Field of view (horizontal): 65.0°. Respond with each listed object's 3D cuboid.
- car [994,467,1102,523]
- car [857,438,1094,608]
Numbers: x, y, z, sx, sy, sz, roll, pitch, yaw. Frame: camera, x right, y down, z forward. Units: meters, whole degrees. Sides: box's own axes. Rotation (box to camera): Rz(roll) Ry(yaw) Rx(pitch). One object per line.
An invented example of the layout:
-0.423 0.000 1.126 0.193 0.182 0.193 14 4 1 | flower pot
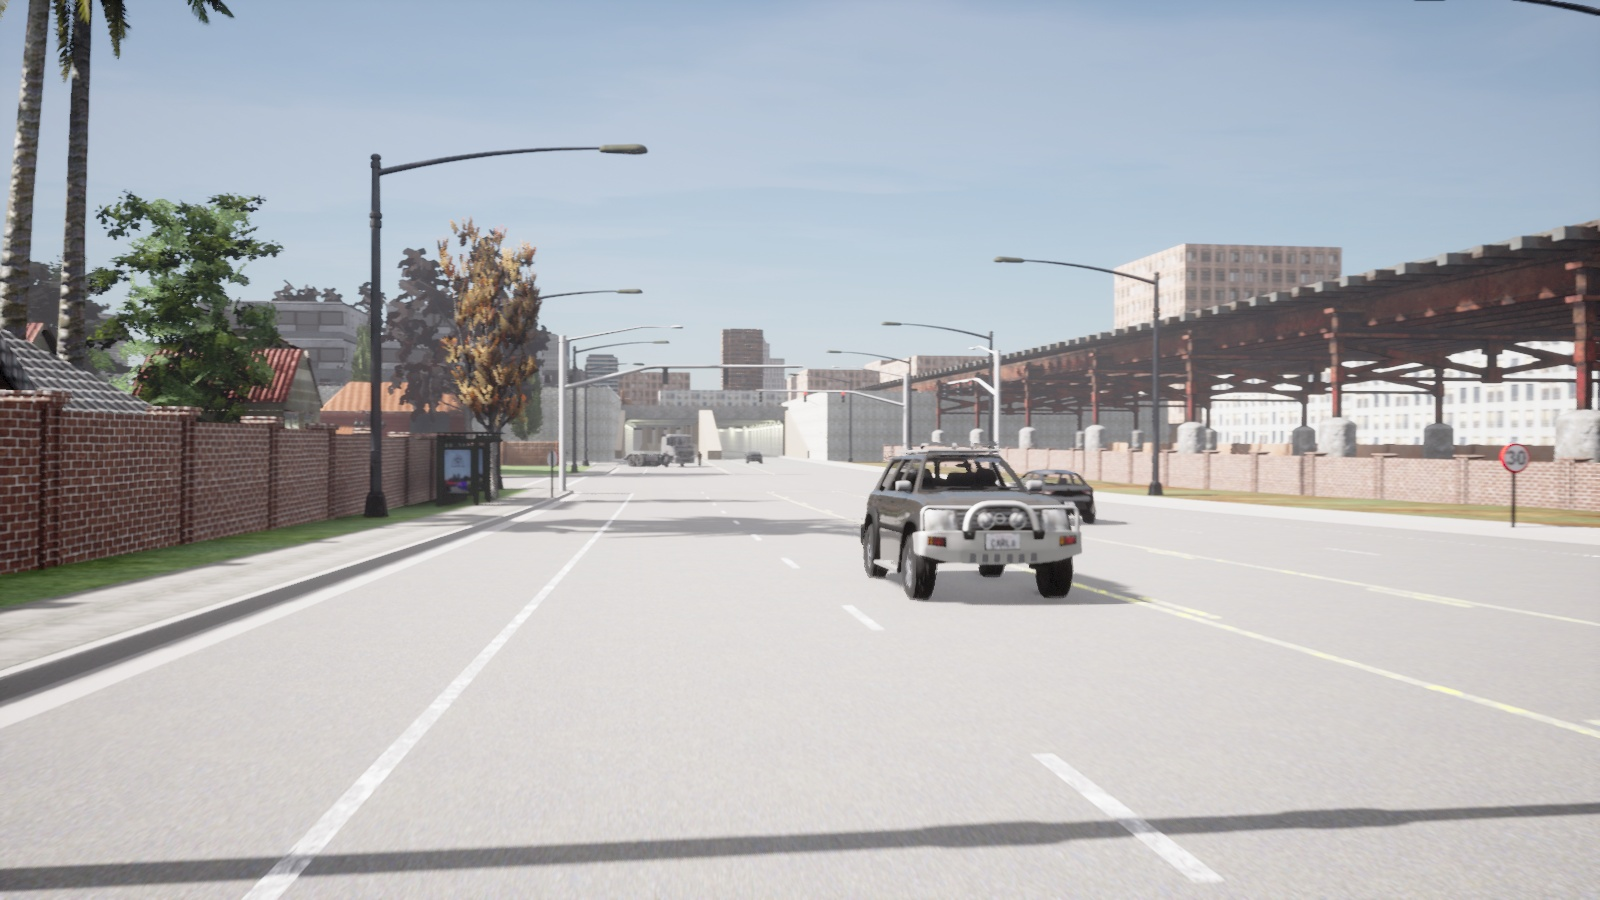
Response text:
6.938 1.231 35.630 1.816 1.474 4.193 0 -1 -6 | car
2.051 0.833 16.163 1.932 1.855 4.605 0 -1 -6 | car
